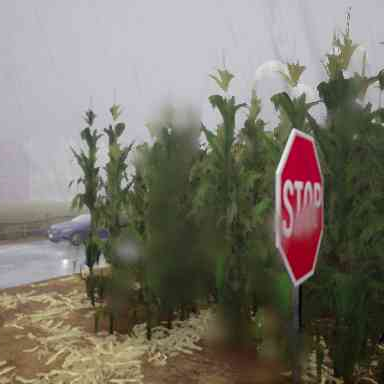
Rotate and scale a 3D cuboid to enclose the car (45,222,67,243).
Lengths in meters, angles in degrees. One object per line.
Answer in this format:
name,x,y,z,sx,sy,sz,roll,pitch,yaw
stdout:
car,-4.951,1.721,16.757,1.812,1.442,4.674,0,0,35
